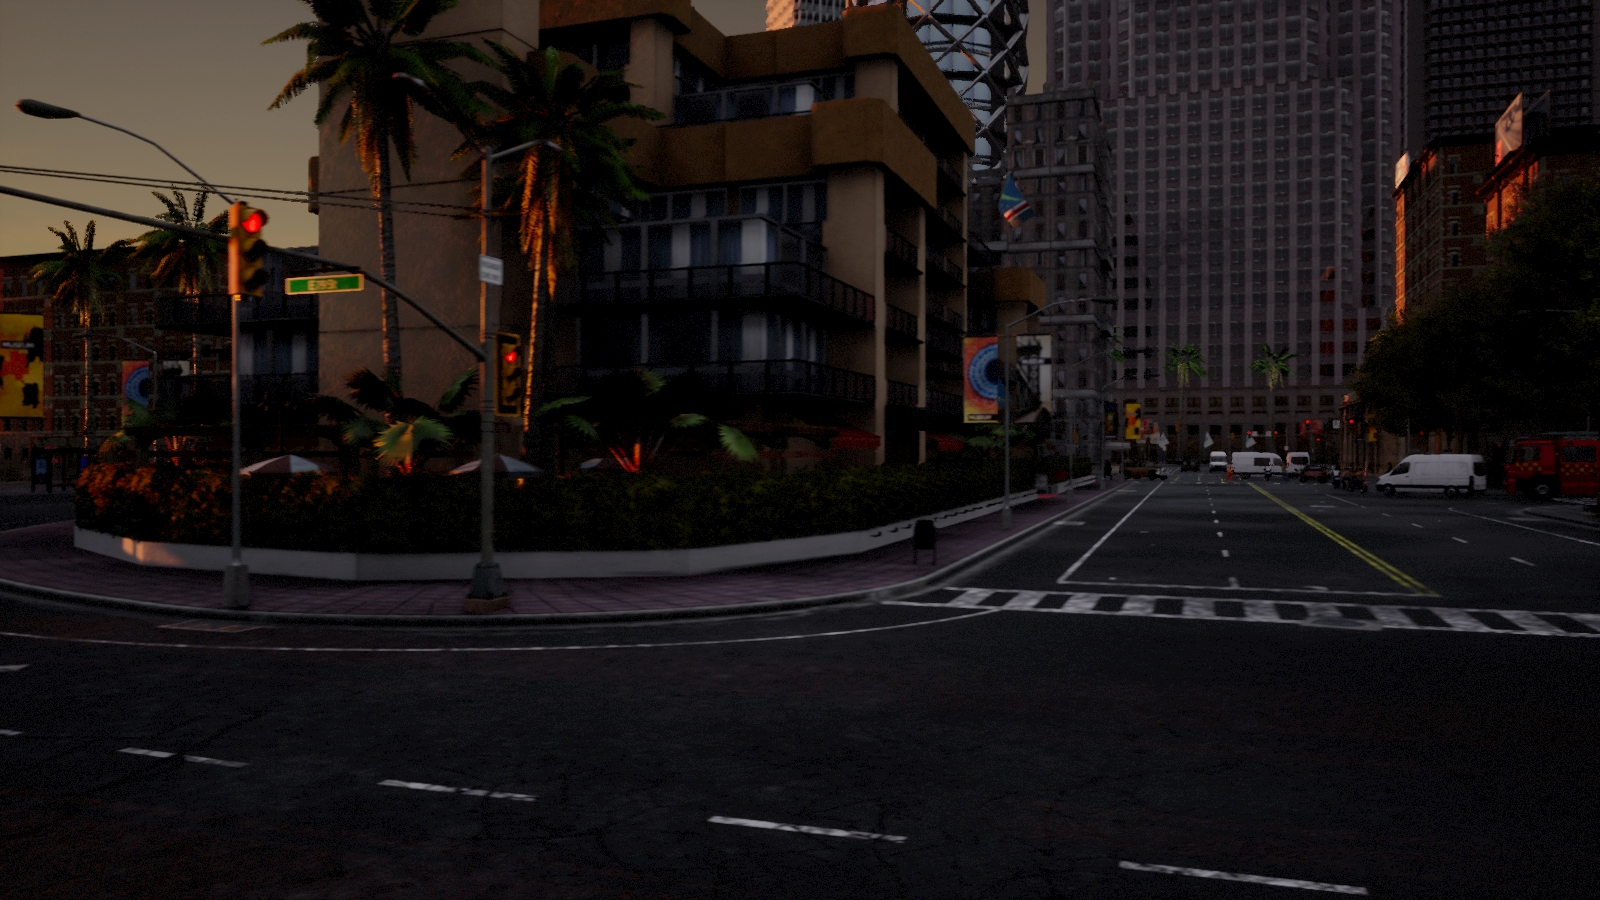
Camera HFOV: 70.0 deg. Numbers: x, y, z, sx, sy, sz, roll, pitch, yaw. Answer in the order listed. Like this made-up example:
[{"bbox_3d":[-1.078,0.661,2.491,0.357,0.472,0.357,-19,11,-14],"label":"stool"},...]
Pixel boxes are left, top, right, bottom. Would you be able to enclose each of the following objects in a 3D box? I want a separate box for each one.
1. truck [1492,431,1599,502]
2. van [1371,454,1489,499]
[{"bbox_3d":[43.530,0.893,63.458,8.468,3.827,2.891,0,0,26],"label":"truck"},{"bbox_3d":[37.937,1.537,68.977,1.988,2.561,5.915,0,0,-37],"label":"van"}]
